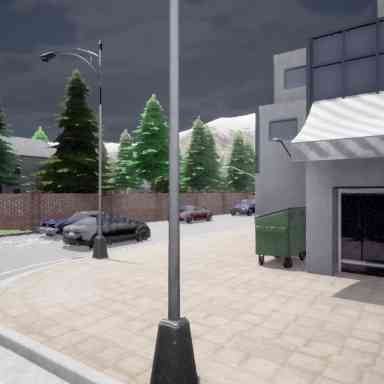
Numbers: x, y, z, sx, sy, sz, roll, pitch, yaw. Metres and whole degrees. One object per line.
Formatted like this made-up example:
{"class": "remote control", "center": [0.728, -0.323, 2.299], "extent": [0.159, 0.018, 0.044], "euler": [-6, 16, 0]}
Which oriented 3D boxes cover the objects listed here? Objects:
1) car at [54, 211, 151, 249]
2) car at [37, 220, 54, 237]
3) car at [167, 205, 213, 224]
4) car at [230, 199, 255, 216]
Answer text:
{"class": "car", "center": [-3.901, 1.740, 15.672], "extent": [1.994, 1.385, 4.181], "euler": [0, 0, 36]}
{"class": "car", "center": [-6.135, 1.777, 18.882], "extent": [1.895, 1.301, 4.718], "euler": [0, 0, 37]}
{"class": "car", "center": [-0.108, 1.740, 27.008], "extent": [1.994, 1.385, 4.181], "euler": [0, 0, 37]}
{"class": "car", "center": [5.884, 1.528, 35.091], "extent": [2.097, 1.767, 4.553], "euler": [0, 0, 37]}
